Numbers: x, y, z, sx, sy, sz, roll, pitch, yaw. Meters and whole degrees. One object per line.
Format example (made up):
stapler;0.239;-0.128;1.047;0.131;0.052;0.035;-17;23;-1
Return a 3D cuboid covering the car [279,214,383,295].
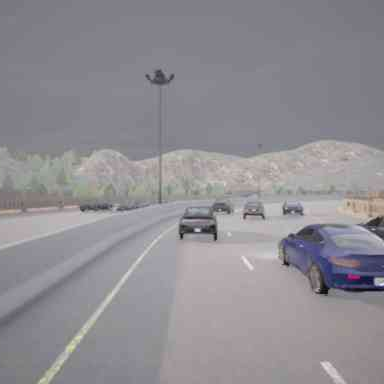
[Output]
car;3.616;1.525;8.588;1.812;1.442;4.674;0;0;0

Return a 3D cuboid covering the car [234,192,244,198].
car;11.476;1.012;75.344;2.150;2.045;5.566;0;0;37

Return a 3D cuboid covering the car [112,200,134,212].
car;-6.931;1.558;37.962;1.994;1.385;4.181;0;0;15

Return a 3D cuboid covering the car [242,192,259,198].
car;13.402;1.383;72.113;1.882;1.535;5.008;0;0;37

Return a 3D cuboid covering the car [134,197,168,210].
car;-4.012;1.347;35.341;2.097;1.767;4.553;0;0;15

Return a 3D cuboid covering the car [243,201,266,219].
car;5.560;1.544;29.649;2.033;1.411;5.357;0;0;12

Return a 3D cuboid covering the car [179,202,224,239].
car;0.410;1.489;17.262;2.128;1.511;4.902;0;0;4

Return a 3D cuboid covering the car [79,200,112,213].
car;-10.717;1.594;37.481;1.895;1.301;4.718;0;0;14

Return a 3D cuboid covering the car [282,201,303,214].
car;10.158;1.597;33.772;1.895;1.301;4.718;0;0;15

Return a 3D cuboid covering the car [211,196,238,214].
car;3.334;1.500;35.124;1.837;1.490;4.892;0;0;14

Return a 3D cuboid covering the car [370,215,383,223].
car;7.149;1.504;11.436;1.837;1.490;4.892;0;0;1
